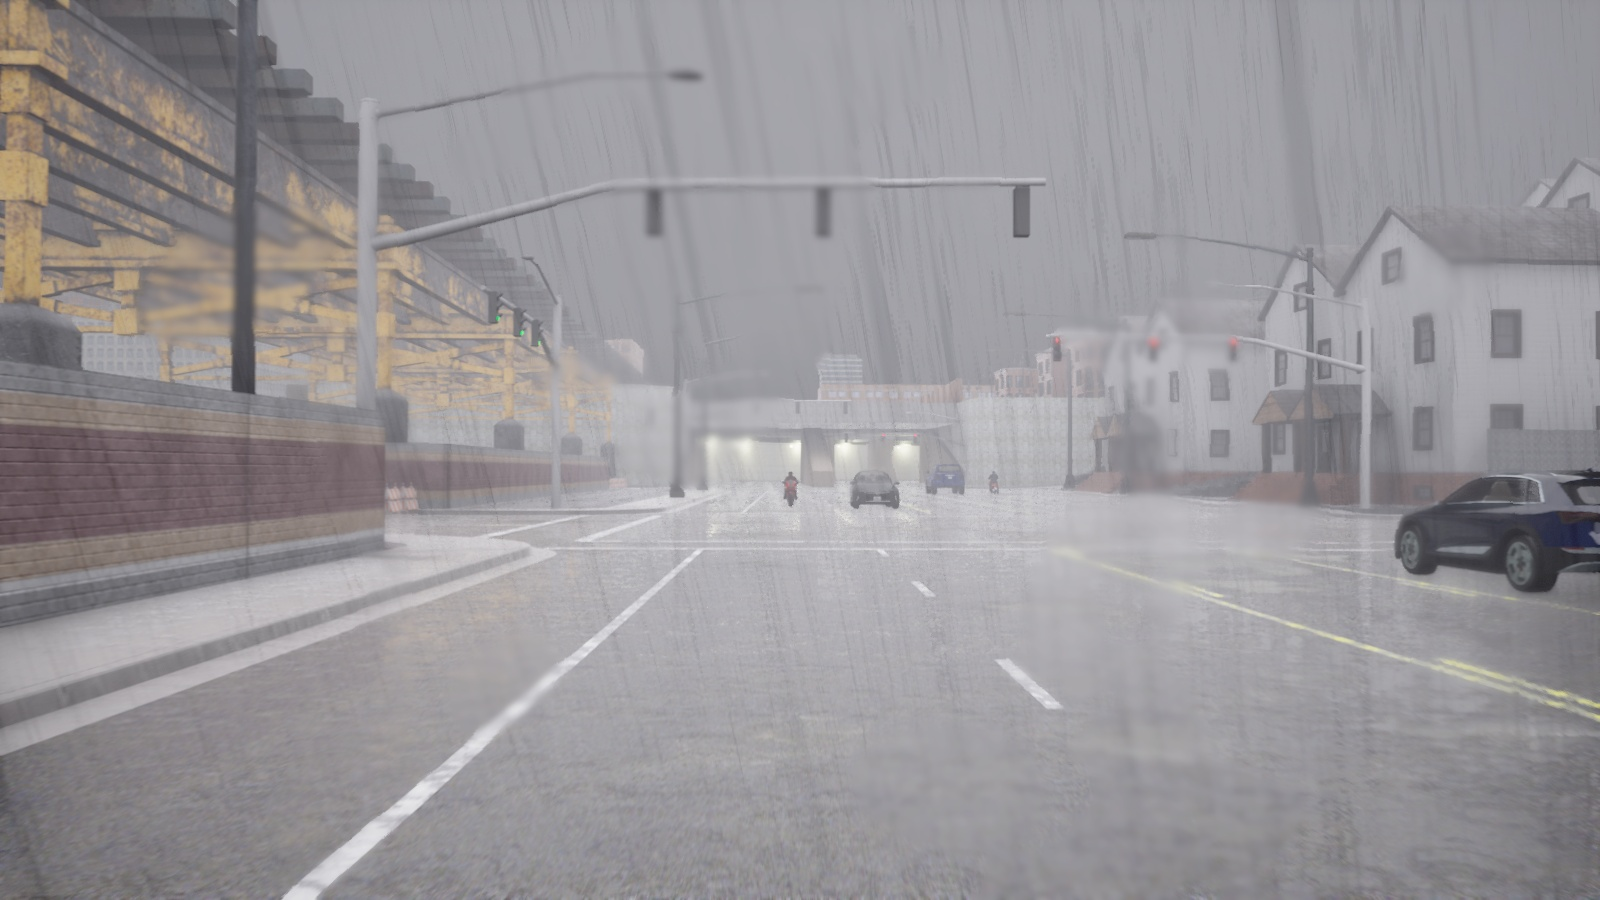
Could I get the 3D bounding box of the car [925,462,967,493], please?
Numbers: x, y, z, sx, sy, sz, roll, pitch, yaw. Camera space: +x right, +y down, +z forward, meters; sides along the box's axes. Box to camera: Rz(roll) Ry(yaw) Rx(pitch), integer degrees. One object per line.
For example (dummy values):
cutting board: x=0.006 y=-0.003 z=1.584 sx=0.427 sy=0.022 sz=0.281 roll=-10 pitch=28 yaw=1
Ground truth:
car: x=9.922 y=1.875 z=85.641 sx=2.150 sy=2.045 sz=5.566 roll=0 pitch=-1 yaw=-1

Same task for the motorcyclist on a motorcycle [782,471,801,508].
motorcyclist on a motorcycle: x=-0.364 y=1.659 z=53.405 sx=0.797 sy=1.523 sz=2.044 roll=0 pitch=-1 yaw=0

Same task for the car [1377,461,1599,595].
car: x=10.372 y=0.992 z=17.900 sx=2.033 sy=1.649 sz=4.856 roll=0 pitch=-1 yaw=0

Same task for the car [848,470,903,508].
car: x=3.137 y=1.606 z=53.182 sx=2.007 sy=1.525 sz=4.514 roll=0 pitch=-1 yaw=0
